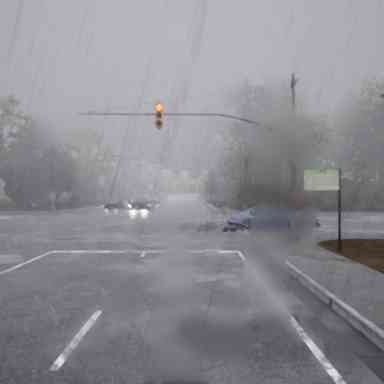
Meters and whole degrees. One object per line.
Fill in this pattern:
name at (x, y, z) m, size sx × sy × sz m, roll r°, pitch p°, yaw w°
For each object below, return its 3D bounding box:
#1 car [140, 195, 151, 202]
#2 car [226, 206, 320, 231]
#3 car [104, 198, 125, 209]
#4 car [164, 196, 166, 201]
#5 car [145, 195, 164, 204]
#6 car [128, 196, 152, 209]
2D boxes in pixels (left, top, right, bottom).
car at (-10.527, 1.398, 76.260) m, size 1.837 × 1.490 × 4.892 m, roll 0°, pitch 0°, yaw 0°
car at (4.729, 1.537, 19.919) m, size 5.357 × 1.411 × 2.033 m, roll 0°, pitch 0°, yaw 3°
car at (-10.614, 1.523, 45.922) m, size 2.033 × 1.411 × 5.357 m, roll 0°, pitch 0°, yaw 0°
car at (-7.028, 1.439, 77.144) m, size 1.994 × 1.385 × 4.181 m, roll 0°, pitch 0°, yaw 0°
car at (-7.081, 1.319, 62.354) m, size 2.097 × 1.767 × 4.553 m, roll 0°, pitch 0°, yaw 0°
car at (-7.114, 1.577, 45.640) m, size 1.895 × 1.301 × 4.718 m, roll 0°, pitch 0°, yaw 0°
